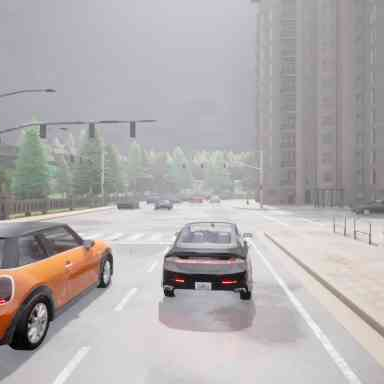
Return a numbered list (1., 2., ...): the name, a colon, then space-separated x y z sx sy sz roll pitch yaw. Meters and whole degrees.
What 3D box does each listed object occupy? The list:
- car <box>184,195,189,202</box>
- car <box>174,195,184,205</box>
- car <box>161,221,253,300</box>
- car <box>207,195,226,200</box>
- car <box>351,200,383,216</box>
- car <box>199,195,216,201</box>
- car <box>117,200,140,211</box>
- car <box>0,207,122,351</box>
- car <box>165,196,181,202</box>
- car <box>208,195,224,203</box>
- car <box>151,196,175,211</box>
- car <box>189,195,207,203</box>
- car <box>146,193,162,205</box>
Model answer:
1. car: -1.157 1.355 73.898 2.097 1.767 4.553 0 0 15
2. car: -3.140 1.503 60.545 1.837 1.490 4.892 0 0 4
3. car: 0.500 1.492 8.443 2.128 1.511 4.902 0 0 7
4. car: 6.682 1.531 86.822 2.033 1.411 5.357 0 0 43
5. car: 18.463 1.560 33.159 4.892 1.490 1.837 0 0 3
6. car: 4.135 1.466 89.220 1.882 1.535 5.008 0 0 43
7. car: -7.949 1.601 41.742 1.895 1.301 4.718 0 0 4
8. car: -3.106 1.352 6.444 2.097 1.767 4.553 0 0 4
9. car: -4.199 1.540 75.806 2.033 1.411 5.357 0 0 15
10. car: 4.845 1.525 67.967 1.812 1.442 4.674 0 0 9
11. car: -3.603 1.564 40.712 1.994 1.385 4.181 0 0 -10
12. car: 1.167 1.352 66.851 2.097 1.767 4.553 0 0 7
13. car: -6.688 1.221 60.036 2.150 2.045 5.566 0 0 5
